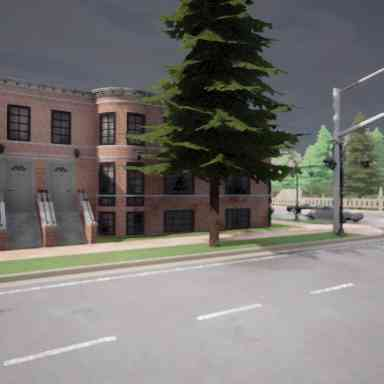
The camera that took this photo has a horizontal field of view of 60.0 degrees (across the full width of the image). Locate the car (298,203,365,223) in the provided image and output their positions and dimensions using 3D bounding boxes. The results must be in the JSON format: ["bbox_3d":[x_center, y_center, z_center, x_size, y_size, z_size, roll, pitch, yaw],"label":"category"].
[{"bbox_3d":[11.215,1.701,26.689,1.895,1.301,4.718,0,0,-30],"label":"car"}]

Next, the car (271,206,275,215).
[{"bbox_3d":[6.526,1.604,34.740,1.837,1.490,4.892,0,0,-30],"label":"car"}]

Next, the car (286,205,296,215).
[{"bbox_3d":[11.691,1.716,32.820,1.895,1.301,4.718,0,0,-30],"label":"car"}]
